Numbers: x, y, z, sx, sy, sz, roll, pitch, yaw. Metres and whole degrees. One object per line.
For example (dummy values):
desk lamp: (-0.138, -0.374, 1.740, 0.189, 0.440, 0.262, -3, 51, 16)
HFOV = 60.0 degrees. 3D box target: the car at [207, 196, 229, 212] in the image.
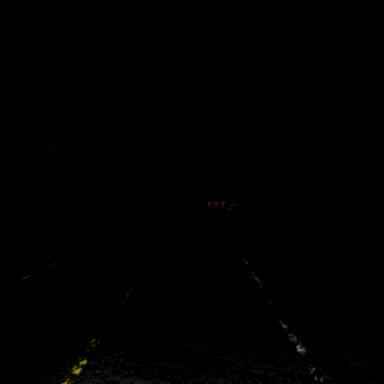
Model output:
car: (2.919, 1.313, 38.513, 2.097, 1.767, 4.553, 0, 0, 8)
